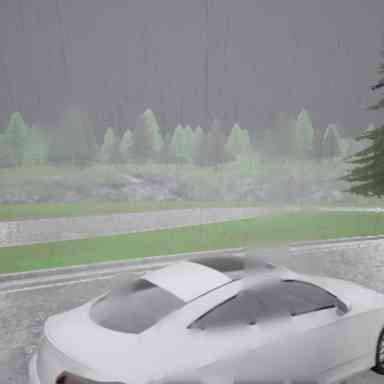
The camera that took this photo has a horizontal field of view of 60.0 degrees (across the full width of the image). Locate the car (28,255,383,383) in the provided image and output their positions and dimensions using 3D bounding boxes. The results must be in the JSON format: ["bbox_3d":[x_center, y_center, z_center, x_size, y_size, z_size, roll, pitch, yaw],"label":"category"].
[{"bbox_3d":[0.657,1.521,3.966,4.674,1.442,1.812,0,0,-33],"label":"car"}]
